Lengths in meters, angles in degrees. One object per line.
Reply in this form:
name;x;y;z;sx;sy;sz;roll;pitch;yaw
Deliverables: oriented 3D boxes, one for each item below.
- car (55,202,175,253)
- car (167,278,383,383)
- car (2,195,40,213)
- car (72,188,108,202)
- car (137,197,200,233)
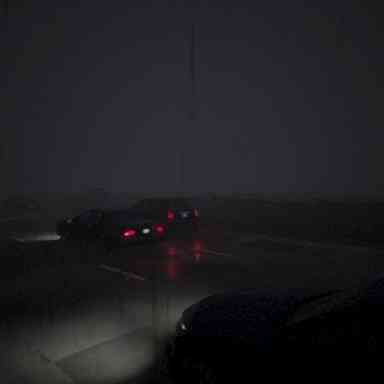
car;-3.283;1.312;12.666;5.357;1.411;2.033;1;2;45
car;1.794;1.449;2.677;4.674;1.442;1.812;1;2;45
car;-15.188;1.004;29.455;5.008;1.535;1.882;1;2;45
car;-11.612;0.529;38.332;1.905;1.878;3.866;1;2;45
car;-1.818;1.034;16.142;4.553;1.767;2.097;1;2;45
